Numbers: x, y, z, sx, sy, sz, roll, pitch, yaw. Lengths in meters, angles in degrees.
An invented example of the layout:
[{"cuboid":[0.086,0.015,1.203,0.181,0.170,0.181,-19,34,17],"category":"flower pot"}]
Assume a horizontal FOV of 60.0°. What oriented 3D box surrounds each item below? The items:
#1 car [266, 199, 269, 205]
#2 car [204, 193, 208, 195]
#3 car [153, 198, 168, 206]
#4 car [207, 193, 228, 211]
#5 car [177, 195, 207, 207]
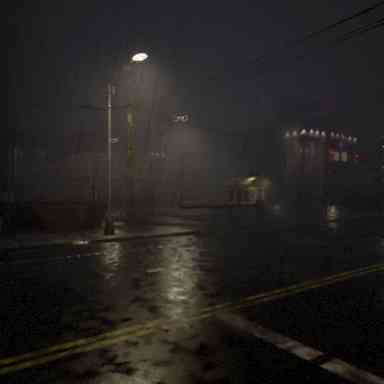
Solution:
[{"cuboid":[11.423,1.469,57.461,4.674,1.452,2.002,0,0,-36],"category":"car"},{"cuboid":[3.417,1.278,68.331,5.566,2.045,2.435,0,0,-36],"category":"car"},{"cuboid":[-6.224,1.605,52.979,4.718,1.301,1.895,0,0,-36],"category":"car"},{"cuboid":[4.506,1.284,38.402,4.553,1.767,2.185,0,0,-36],"category":"car"},{"cuboid":[0.032,1.436,44.544,4.193,1.474,1.816,0,0,-36],"category":"car"}]
